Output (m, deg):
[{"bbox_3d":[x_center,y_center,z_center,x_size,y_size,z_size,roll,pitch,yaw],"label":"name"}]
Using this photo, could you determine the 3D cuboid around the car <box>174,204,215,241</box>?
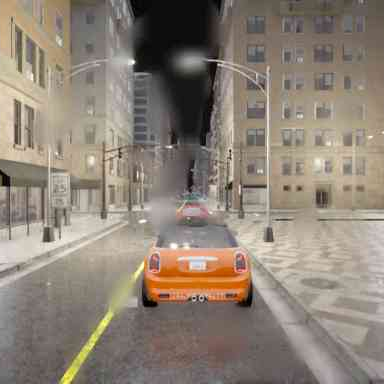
[{"bbox_3d":[0.098,1.477,17.734,1.882,1.535,5.008,0,0,0],"label":"car"}]

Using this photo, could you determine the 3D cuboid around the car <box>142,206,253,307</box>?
[{"bbox_3d":[0.095,1.352,8.133,2.097,1.767,4.553,0,0,0],"label":"car"}]
